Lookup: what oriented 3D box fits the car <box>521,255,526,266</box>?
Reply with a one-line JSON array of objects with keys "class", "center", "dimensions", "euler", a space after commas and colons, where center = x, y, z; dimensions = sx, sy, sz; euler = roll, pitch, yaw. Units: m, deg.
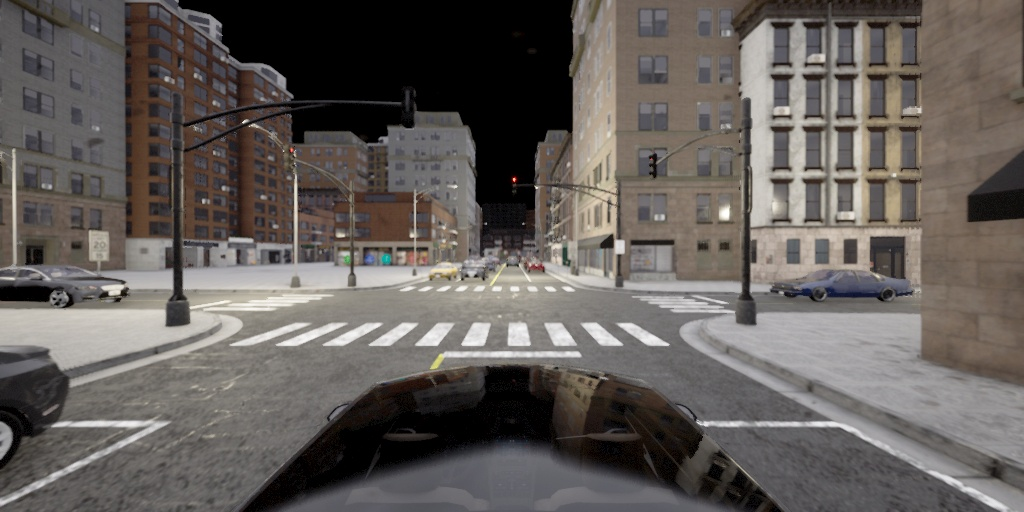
[{"class": "car", "center": [2.632, 0.838, 45.635], "dimensions": [2.192, 1.841, 5.009], "euler": [0, 0, 0]}]

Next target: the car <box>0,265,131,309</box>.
[{"class": "car", "center": [-17.284, 1.101, 13.462], "dimensions": [4.902, 1.511, 2.128], "euler": [0, 0, 2]}]

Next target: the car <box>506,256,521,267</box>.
[{"class": "car", "center": [0.098, 1.032, 56.561], "dimensions": [1.994, 1.385, 4.181], "euler": [0, 0, 0]}]

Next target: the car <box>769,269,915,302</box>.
[{"class": "car", "center": [14.993, 1.304, 16.434], "dimensions": [5.357, 1.411, 2.033], "euler": [0, 0, 0]}]

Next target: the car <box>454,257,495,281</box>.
[{"class": "car", "center": [-2.839, 1.104, 28.297], "dimensions": [2.128, 1.511, 4.902], "euler": [0, 0, 2]}]

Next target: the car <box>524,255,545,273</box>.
[{"class": "car", "center": [2.633, 0.992, 39.973], "dimensions": [1.967, 1.591, 4.097], "euler": [0, 0, 0]}]

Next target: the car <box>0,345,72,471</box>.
[{"class": "car", "center": [-5.388, 1.300, 1.803], "dimensions": [2.007, 1.370, 4.403], "euler": [0, 0, 0]}]

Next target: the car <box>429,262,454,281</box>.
[{"class": "car", "center": [-5.391, 1.136, 28.479], "dimensions": [1.751, 1.417, 4.829], "euler": [0, 0, 0]}]

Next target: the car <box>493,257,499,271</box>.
[{"class": "car", "center": [-2.847, 1.115, 40.352], "dimensions": [1.994, 1.385, 4.181], "euler": [0, 0, 0]}]

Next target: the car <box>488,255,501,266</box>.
[{"class": "car", "center": [-2.784, 0.977, 59.719], "dimensions": [1.812, 1.442, 4.674], "euler": [0, 0, 0]}]
